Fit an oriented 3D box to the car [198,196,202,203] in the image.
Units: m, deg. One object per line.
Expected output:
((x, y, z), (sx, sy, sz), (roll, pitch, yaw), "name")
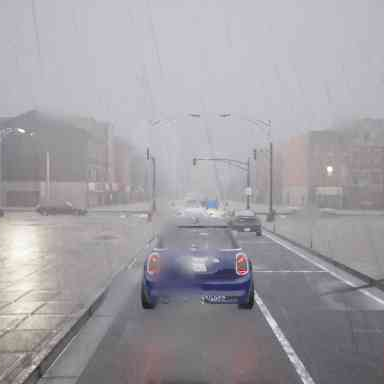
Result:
((2.678, 1.519, 55.630), (2.192, 1.841, 5.009), (-1, 0, 0), "car")

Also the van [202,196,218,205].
((2.668, 1.477, 45.048), (1.690, 1.788, 3.998), (-1, 0, 0), "van")

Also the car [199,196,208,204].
((2.702, 1.828, 76.789), (1.967, 1.590, 4.097), (-1, -1, 0), "car")

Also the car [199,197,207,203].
((2.710, 1.987, 82.078), (1.887, 1.381, 4.507), (-1, -1, 0), "car")

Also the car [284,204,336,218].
((11.615, 1.805, 33.155), (4.718, 1.301, 1.895), (1, 1, 3), "car")

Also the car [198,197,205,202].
((2.721, 2.144, 92.658), (1.802, 1.307, 4.206), (-2, -1, 0), "car")

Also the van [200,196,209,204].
((2.694, 1.678, 71.500), (1.690, 1.788, 3.998), (-1, -1, 0), "van")

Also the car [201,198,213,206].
((2.688, 1.796, 60.917), (2.008, 1.369, 4.403), (-1, -1, 0), "car")

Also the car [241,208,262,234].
((2.645, 1.573, 18.089), (2.008, 1.369, 4.403), (-1, 0, 0), "car")

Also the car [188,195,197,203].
((0.095, 1.708, 85.859), (2.150, 2.045, 5.566), (0, -1, 0), "car")

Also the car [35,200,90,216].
((-11.686, 1.460, 30.157), (4.674, 1.442, 1.812), (1, 1, 2), "car")

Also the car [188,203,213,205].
((0.148, 1.547, 17.837), (1.812, 1.442, 4.674), (0, 0, 1), "car")

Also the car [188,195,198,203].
((0.086, 1.899, 75.479), (2.128, 1.511, 4.902), (0, -1, 0), "car")

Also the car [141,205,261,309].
((0.107, 1.356, 8.018), (2.097, 1.767, 4.553), (0, 0, 0), "car")
